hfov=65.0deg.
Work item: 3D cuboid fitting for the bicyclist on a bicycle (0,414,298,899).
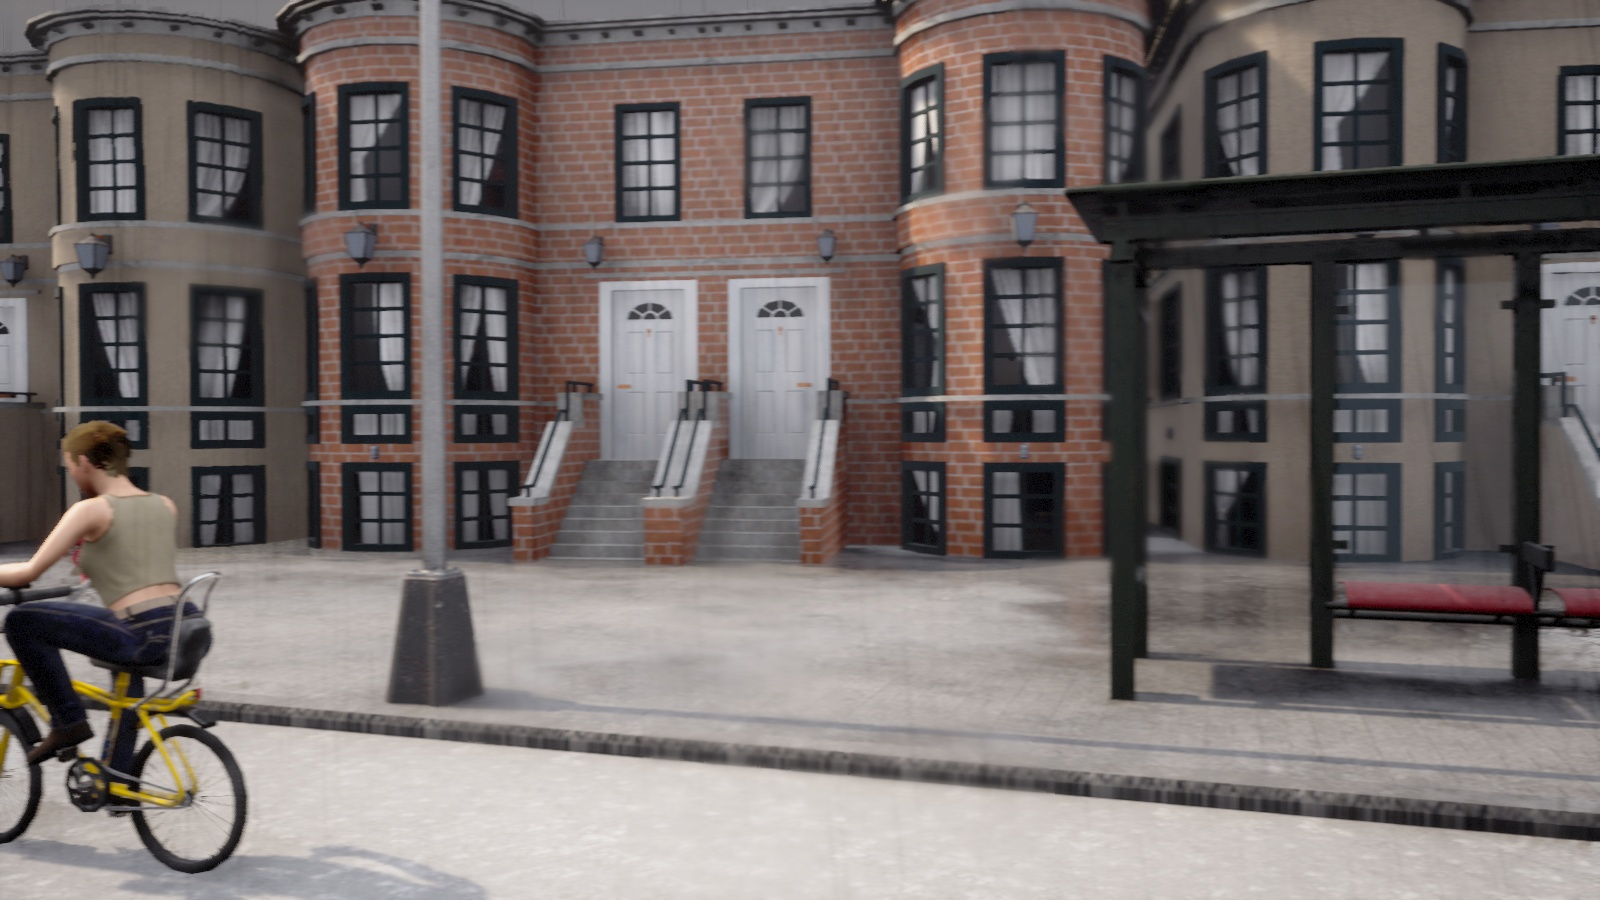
[{"bbox_3d":[-2.781,0.678,4.651,1.509,1.612,0.866,1,1,19],"label":"bicyclist on a bicycle"}]
